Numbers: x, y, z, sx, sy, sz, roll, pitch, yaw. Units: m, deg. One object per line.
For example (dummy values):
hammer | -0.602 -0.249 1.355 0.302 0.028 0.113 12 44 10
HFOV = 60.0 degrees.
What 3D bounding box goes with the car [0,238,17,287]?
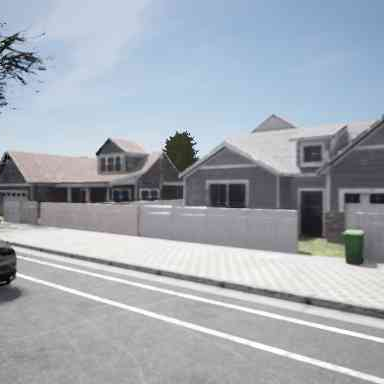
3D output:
car | -6.169 1.523 8.230 4.892 1.490 1.837 0 0 37
